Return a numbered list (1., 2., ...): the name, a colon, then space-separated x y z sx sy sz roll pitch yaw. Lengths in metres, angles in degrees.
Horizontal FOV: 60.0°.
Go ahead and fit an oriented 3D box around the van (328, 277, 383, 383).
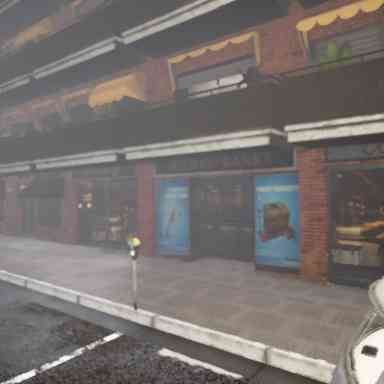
1. van: 2.516 1.342 1.102 3.998 1.788 1.690 0 -1 36
